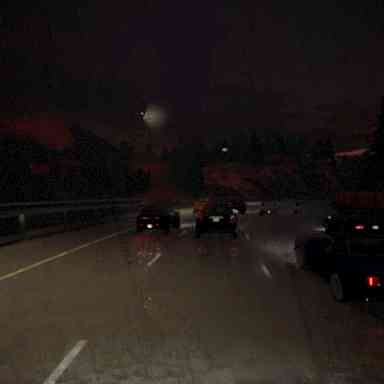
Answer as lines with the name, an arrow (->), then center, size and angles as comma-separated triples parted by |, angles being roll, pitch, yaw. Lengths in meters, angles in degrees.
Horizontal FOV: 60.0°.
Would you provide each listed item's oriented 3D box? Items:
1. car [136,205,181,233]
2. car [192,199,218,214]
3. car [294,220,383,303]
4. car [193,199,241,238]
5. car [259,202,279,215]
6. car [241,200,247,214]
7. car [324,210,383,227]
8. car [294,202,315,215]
car -> -1.890, 1.539, 19.793 | 1.837, 1.490, 4.892 | 0, 0, 8
car -> 1.516, 1.551, 37.223 | 1.882, 1.535, 5.008 | 0, 0, 14
car -> 3.938, 1.624, 8.129 | 1.895, 1.301, 4.718 | 0, 0, 3
car -> 1.449, 1.389, 18.324 | 2.097, 1.767, 4.553 | 0, 0, 7
car -> 8.106, 1.682, 34.868 | 1.895, 1.301, 4.718 | 0, 0, 14
car -> 4.834, 1.582, 36.082 | 1.837, 1.490, 4.892 | 0, 0, 14
car -> 8.260, 1.595, 16.906 | 2.033, 1.411, 5.357 | 0, 0, 7
car -> 11.798, 1.690, 35.184 | 1.895, 1.301, 4.718 | 0, 0, 14
